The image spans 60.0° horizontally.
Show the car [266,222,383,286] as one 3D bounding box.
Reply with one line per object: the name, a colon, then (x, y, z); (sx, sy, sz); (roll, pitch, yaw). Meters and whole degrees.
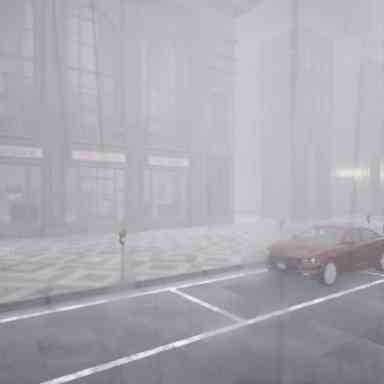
car: (4.042, 1.597, 9.537); (4.507, 1.381, 1.887); (0, 0, -36)
